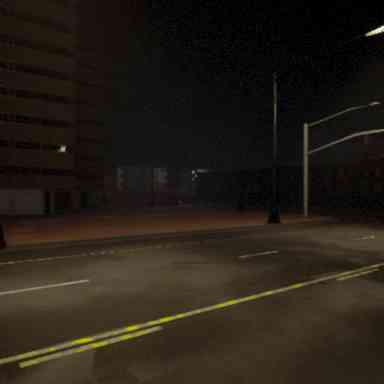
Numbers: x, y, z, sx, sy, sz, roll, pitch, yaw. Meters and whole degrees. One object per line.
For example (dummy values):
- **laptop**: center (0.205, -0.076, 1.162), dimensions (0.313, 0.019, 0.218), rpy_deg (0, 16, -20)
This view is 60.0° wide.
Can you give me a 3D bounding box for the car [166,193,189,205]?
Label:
- **car**: center (-2.788, 1.298, 62.171), dimensions (2.150, 2.045, 5.566), rpy_deg (0, 0, -35)
